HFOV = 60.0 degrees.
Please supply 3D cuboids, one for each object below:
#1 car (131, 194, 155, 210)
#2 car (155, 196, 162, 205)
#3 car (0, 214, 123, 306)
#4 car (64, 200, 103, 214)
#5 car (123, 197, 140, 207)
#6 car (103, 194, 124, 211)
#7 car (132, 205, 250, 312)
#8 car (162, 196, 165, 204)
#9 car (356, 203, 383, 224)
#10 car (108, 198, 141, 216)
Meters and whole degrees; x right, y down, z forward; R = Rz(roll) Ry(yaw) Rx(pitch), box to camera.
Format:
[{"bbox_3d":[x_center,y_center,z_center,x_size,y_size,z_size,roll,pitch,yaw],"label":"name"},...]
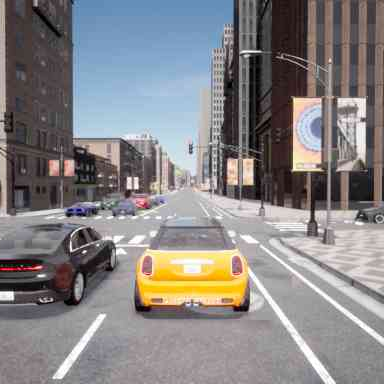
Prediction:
[{"bbox_3d":[-6.612,1.241,43.198,2.150,2.045,5.566,0,0,0],"label":"car"},{"bbox_3d":[-6.595,1.592,55.243,1.994,1.385,4.181,0,0,0],"label":"car"},{"bbox_3d":[-3.155,1.504,8.023,1.837,1.490,4.892,0,0,0],"label":"car"},{"bbox_3d":[-9.853,1.612,30.136,1.895,1.301,4.718,0,0,0],"label":"car"},{"bbox_3d":[-9.833,1.592,54.276,1.994,1.385,4.181,0,0,1],"label":"car"},{"bbox_3d":[-9.861,1.241,42.034,2.150,2.045,5.566,0,0,0],"label":"car"},{"bbox_3d":[0.009,1.351,7.878,2.097,1.767,4.553,0,0,0],"label":"car"},{"bbox_3d":[-6.543,1.508,66.030,1.882,1.535,5.008,0,0,1],"label":"car"},{"bbox_3d":[13.982,1.470,23.550,4.181,1.385,1.994,0,1,0],"label":"car"},{"bbox_3d":[-6.241,1.576,31.176,1.994,1.385,4.181,0,0,-4],"label":"car"}]
